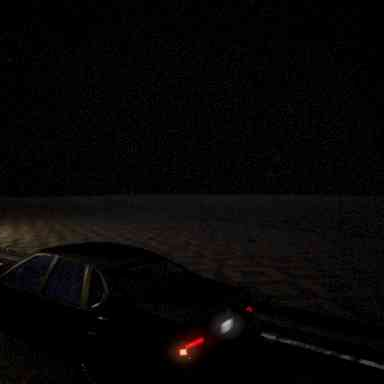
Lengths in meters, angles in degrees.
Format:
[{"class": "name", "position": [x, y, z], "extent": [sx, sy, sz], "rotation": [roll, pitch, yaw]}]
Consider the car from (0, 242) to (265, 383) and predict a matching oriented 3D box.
[{"class": "car", "position": [-1.649, 1.535, 5.169], "extent": [5.357, 1.411, 2.033], "rotation": [0, 0, 35]}]
